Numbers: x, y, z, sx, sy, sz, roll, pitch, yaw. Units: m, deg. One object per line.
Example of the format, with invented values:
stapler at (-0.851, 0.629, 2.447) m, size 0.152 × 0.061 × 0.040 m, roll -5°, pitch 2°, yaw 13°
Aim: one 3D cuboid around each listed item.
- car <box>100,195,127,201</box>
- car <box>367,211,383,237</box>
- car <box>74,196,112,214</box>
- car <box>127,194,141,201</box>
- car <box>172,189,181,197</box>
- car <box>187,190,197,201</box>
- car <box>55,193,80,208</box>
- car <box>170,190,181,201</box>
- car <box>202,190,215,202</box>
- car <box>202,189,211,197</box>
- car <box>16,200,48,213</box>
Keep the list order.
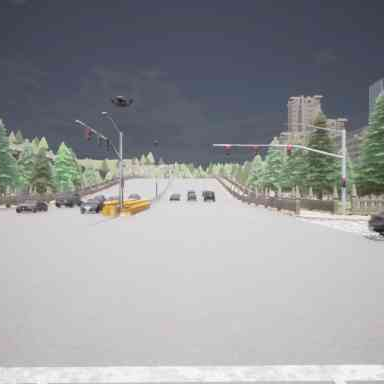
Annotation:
car at (-10.600, 1.352, 45.100) m, size 2.097 × 1.767 × 4.553 m, roll 0°, pitch 0°, yaw 0°
car at (11.060, 1.505, 15.900) m, size 4.892 × 1.490 × 1.837 m, roll 0°, pitch 1°, yaw 2°
car at (-10.566, 1.492, 35.938) m, size 2.128 × 1.511 × 4.902 m, roll 0°, pitch 0°, yaw -1°
car at (-10.631, 1.212, 60.348) m, size 2.097 × 1.767 × 4.553 m, roll 0°, pitch 2°, yaw 0°
car at (-3.660, 0.229, 78.515) m, size 1.895 × 1.301 × 4.718 m, roll 0°, pitch 7°, yaw 0°
car at (-0.004, 1.001, 68.118) m, size 1.837 × 1.490 × 4.892 m, roll 0°, pitch 4°, yaw 0°
car at (-17.601, 1.222, 47.651) m, size 2.150 × 2.045 × 5.566 m, roll 0°, pitch 0°, yaw 0°
car at (-3.509, 1.035, 68.504) m, size 1.994 × 1.385 × 4.181 m, roll 0°, pitch 4°, yaw 0°
car at (3.502, 0.762, 67.376) m, size 2.150 × 2.045 × 5.566 m, roll 0°, pitch 3°, yaw 0°
car at (3.343, 0.217, 77.988) m, size 1.812 × 1.442 × 4.674 m, roll 0°, pitch 7°, yaw 0°
car at (-17.597, 1.564, 36.731) m, size 1.994 × 1.385 × 4.181 m, roll 0°, pitch 0°, yaw 0°
